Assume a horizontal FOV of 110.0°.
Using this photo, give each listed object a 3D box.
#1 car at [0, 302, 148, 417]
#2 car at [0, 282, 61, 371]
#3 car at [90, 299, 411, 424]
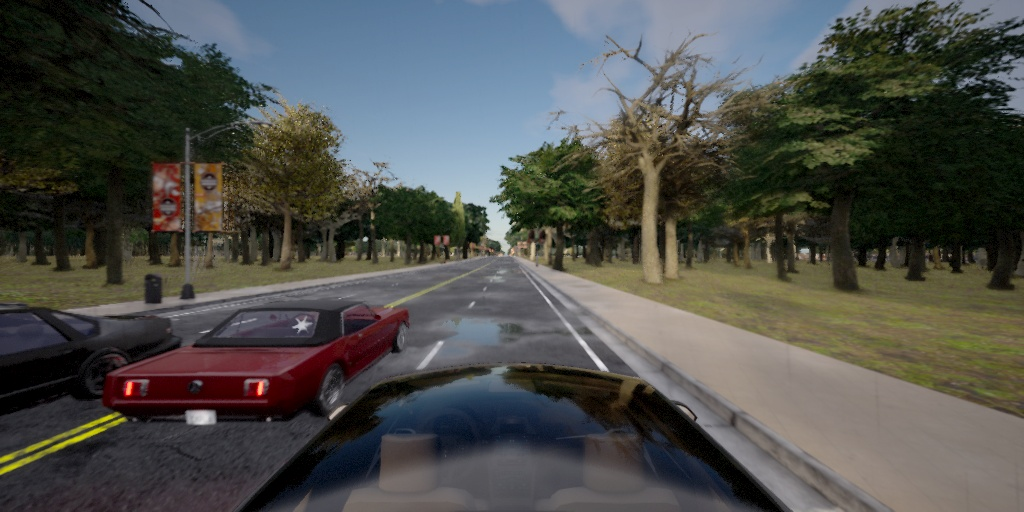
[{"bbox_3d":[-6.600,1.305,3.729,2.033,1.411,5.357,0,0,0],"label":"car"},{"bbox_3d":[-9.852,1.266,4.659,1.837,1.490,4.892,0,0,0],"label":"car"},{"bbox_3d":[-3.151,1.355,5.861,1.895,1.301,4.718,0,0,0],"label":"car"}]
